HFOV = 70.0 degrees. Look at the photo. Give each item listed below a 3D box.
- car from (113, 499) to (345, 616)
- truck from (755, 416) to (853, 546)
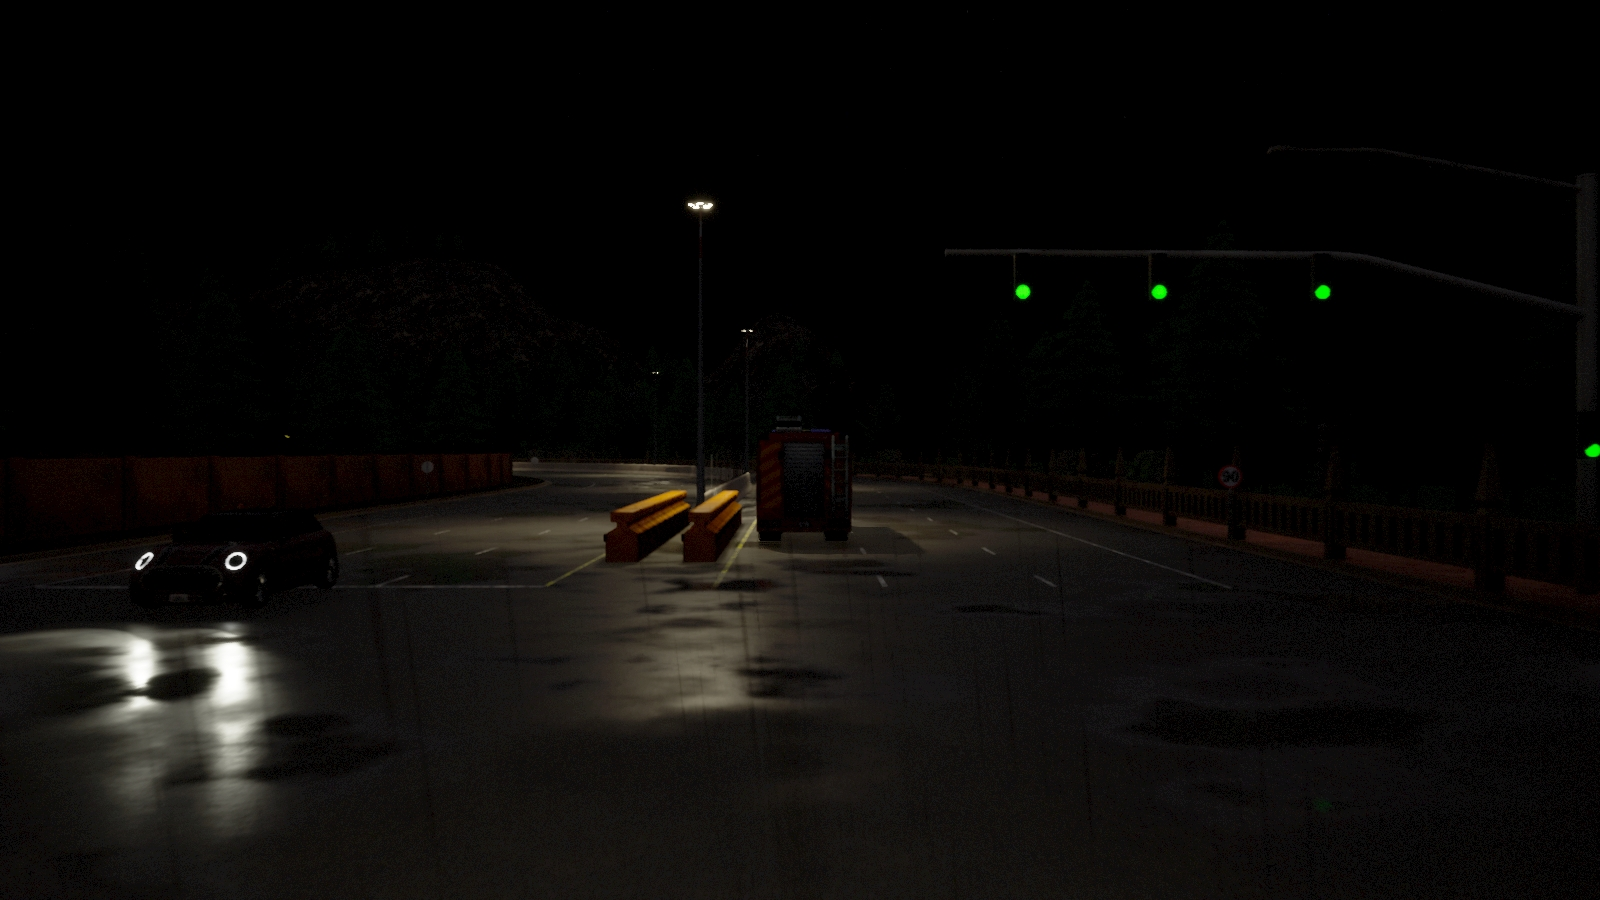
[{"bbox_3d":[-10.520,1.911,21.511,2.097,1.767,4.553,0,0,0],"label":"car"},{"bbox_3d":[0.079,0.900,37.899,2.891,3.827,8.468,0,0,-1],"label":"truck"}]
